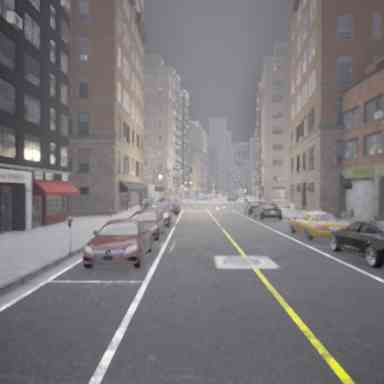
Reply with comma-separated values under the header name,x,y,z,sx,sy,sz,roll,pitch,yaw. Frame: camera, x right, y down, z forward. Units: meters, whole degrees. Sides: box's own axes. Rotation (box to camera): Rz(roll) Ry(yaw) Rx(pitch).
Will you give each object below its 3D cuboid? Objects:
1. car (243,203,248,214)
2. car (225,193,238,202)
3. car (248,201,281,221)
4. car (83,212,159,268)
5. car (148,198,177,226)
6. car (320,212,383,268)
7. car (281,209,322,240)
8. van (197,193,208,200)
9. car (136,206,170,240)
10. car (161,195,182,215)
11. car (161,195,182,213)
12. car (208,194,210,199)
name,x,y,z,sx,sy,sz,roll,pitch,yaw
car,6.237,1.593,33.250,1.947,1.339,4.313,0,0,0
car,9.181,1.556,77.582,1.947,1.339,4.313,0,0,9
car,6.232,1.594,27.743,1.947,1.339,4.313,0,0,0
car,-2.311,1.579,11.220,1.802,1.307,4.206,0,0,0
car,-2.300,1.438,22.235,1.967,1.590,4.097,0,0,0
car,6.214,1.593,11.224,1.947,1.339,4.313,0,0,0
car,6.221,1.554,16.900,1.752,1.417,4.829,0,0,0
van,2.471,1.269,89.768,1.690,1.788,3.998,0,0,9
car,-2.305,1.580,16.728,1.802,1.307,4.206,0,0,0
car,-2.290,1.312,33.251,2.192,1.841,5.009,0,0,0
car,-2.284,1.310,38.759,2.192,1.841,5.009,0,0,0
car,3.326,1.360,95.198,1.967,1.590,4.097,0,0,9
